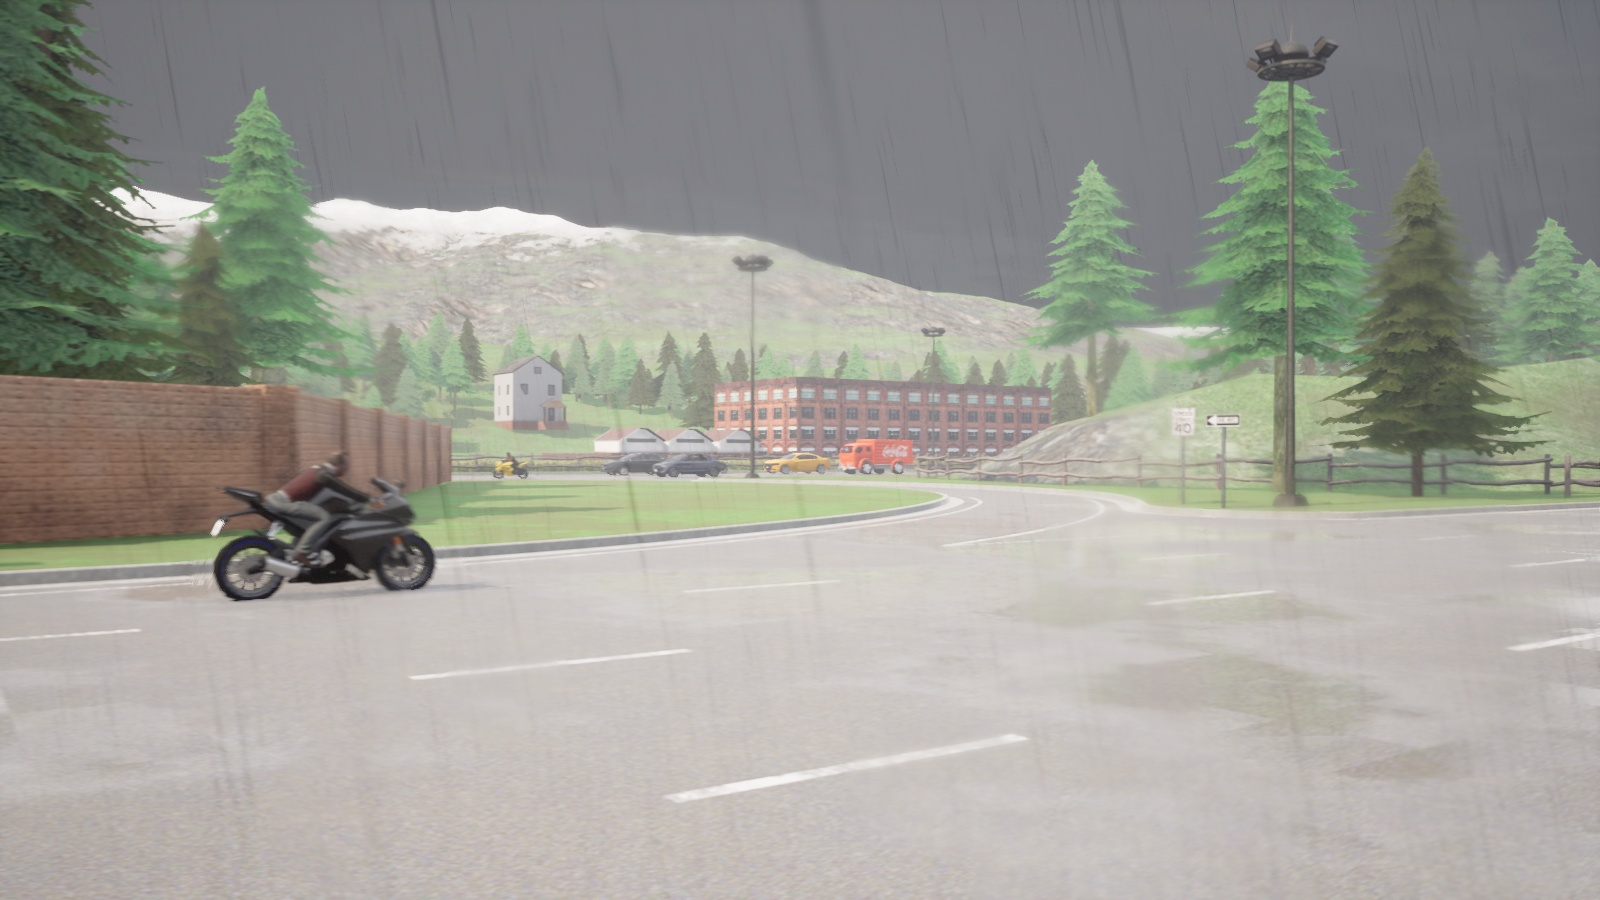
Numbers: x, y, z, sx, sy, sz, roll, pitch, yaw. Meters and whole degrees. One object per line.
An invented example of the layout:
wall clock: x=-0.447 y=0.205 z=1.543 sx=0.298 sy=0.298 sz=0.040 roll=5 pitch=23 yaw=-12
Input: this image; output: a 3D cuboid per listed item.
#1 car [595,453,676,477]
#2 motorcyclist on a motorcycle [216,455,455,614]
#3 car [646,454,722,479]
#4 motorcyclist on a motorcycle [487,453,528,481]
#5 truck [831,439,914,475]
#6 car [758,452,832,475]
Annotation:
car: x=-10.619 y=0.971 z=81.088 sx=4.892 sy=1.490 sz=1.837 roll=0 pitch=0 yaw=-35
motorcyclist on a motorcycle: x=-4.818 y=0.822 z=13.098 sx=2.191 sy=1.530 sz=0.866 roll=0 pitch=0 yaw=-35
car: x=-6.934 y=0.957 z=75.126 sx=4.193 sy=1.474 sz=1.816 roll=0 pitch=0 yaw=-35
motorcyclist on a motorcycle: x=-16.022 y=0.930 z=68.836 sx=2.044 sy=1.523 sz=0.797 roll=0 pitch=0 yaw=-35
truck: x=5.077 y=0.462 z=87.698 sx=5.204 sy=2.467 sz=2.627 roll=0 pitch=0 yaw=-35
car: x=-0.348 y=0.939 z=88.198 sx=5.008 sy=1.535 sz=1.882 roll=0 pitch=0 yaw=-35
